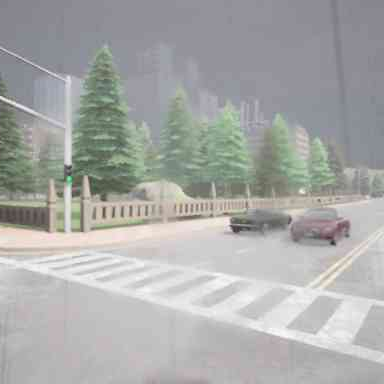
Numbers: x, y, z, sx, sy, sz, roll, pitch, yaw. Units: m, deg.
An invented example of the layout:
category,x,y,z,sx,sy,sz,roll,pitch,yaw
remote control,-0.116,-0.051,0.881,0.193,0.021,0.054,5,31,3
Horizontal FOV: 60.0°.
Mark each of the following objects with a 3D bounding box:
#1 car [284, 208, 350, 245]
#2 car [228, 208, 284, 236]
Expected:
category,x,y,z,sx,sy,sz,roll,pitch,yaw
car,6.145,1.503,15.608,1.812,1.442,4.674,0,0,35
car,3.877,1.558,18.466,1.895,1.301,4.718,0,0,35
